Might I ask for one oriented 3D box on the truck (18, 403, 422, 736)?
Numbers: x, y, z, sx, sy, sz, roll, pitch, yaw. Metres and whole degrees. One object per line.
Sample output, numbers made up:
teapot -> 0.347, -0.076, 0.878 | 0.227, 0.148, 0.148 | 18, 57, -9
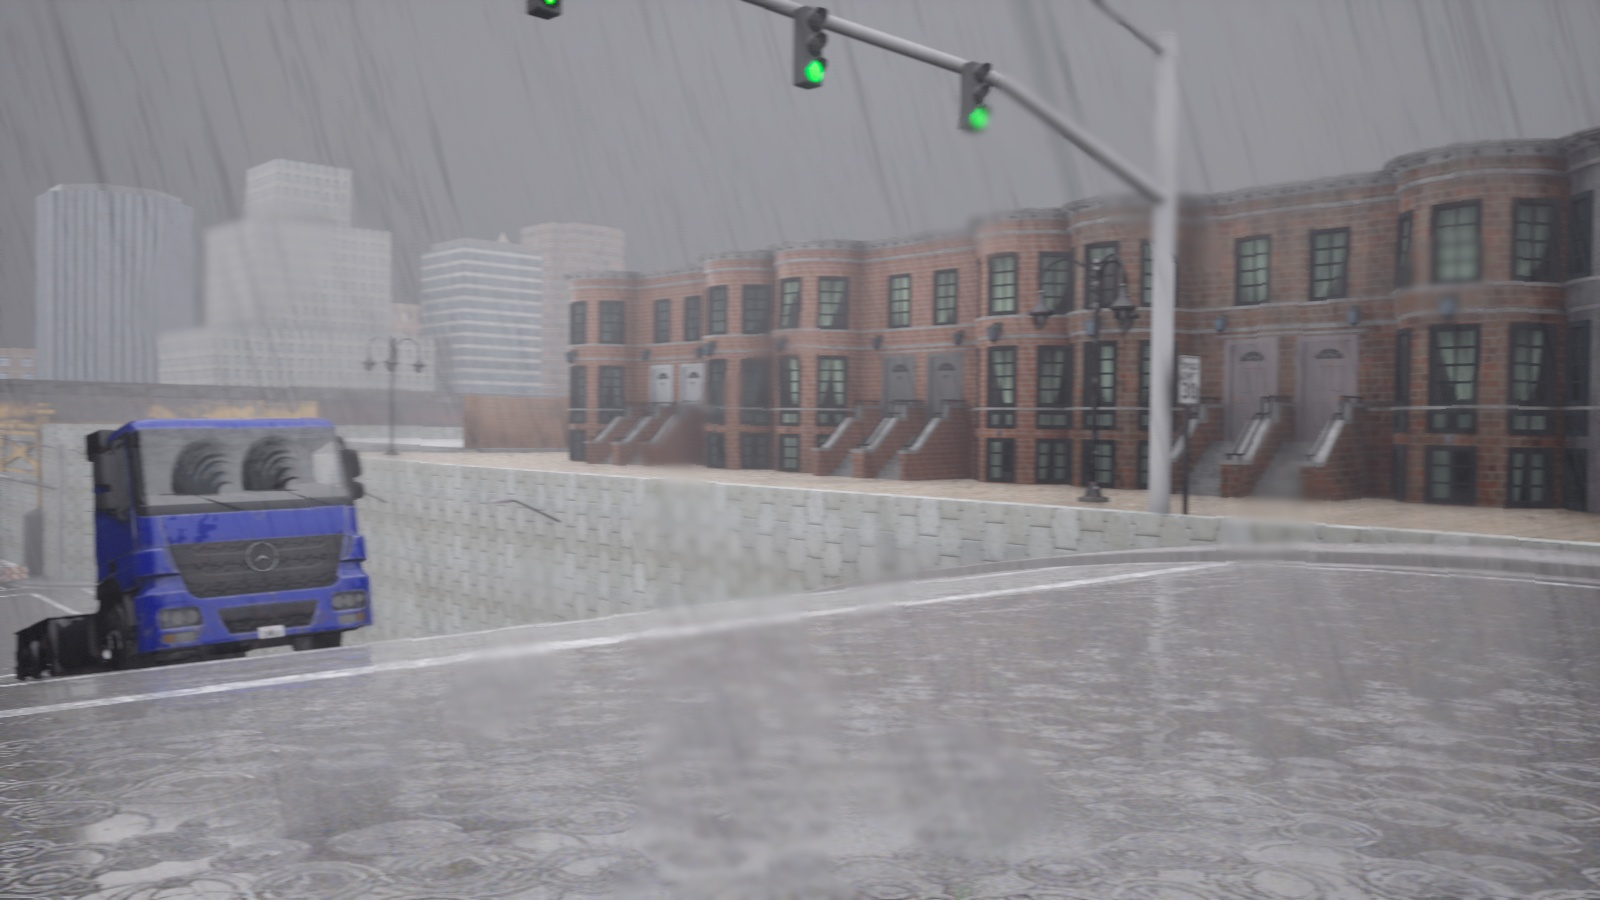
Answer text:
truck -> -8.851, 1.974, 18.408 | 2.891, 3.462, 7.936 | -3, -11, -42
